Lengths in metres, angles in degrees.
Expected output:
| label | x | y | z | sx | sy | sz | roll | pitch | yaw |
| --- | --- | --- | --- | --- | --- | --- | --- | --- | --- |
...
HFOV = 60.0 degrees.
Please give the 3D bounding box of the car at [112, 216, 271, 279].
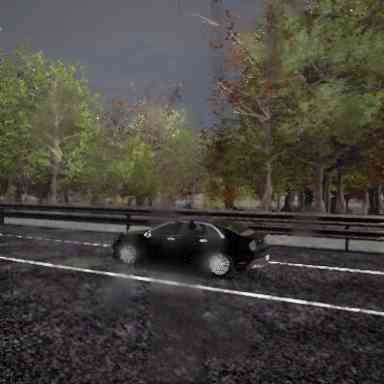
| label | x | y | z | sx | sy | sz | roll | pitch | yaw |
| --- | --- | --- | --- | --- | --- | --- | --- | --- | --- |
| car | -0.155 | 1.502 | 9.968 | 4.892 | 1.490 | 1.837 | 0 | 0 | 26 |
